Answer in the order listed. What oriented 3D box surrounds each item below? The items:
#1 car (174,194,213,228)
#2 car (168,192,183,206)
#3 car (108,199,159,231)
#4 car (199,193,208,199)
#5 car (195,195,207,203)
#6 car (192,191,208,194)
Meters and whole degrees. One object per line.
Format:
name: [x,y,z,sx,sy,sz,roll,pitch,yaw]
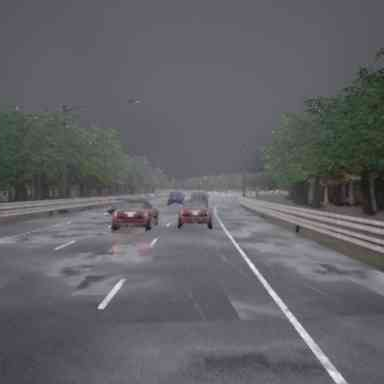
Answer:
car: [0.220,1.254,21.517,2.097,1.767,4.553,0,0,1]
car: [-2.257,0.952,49.651,2.150,2.045,5.566,0,0,3]
car: [-3.228,1.253,19.802,2.097,1.767,4.553,0,0,1]
car: [2.978,1.012,83.026,2.128,1.511,4.902,0,0,3]
car: [1.748,1.206,60.194,2.033,1.411,5.357,0,0,3]
car: [0.910,1.008,43.349,2.150,2.045,5.566,0,0,2]
